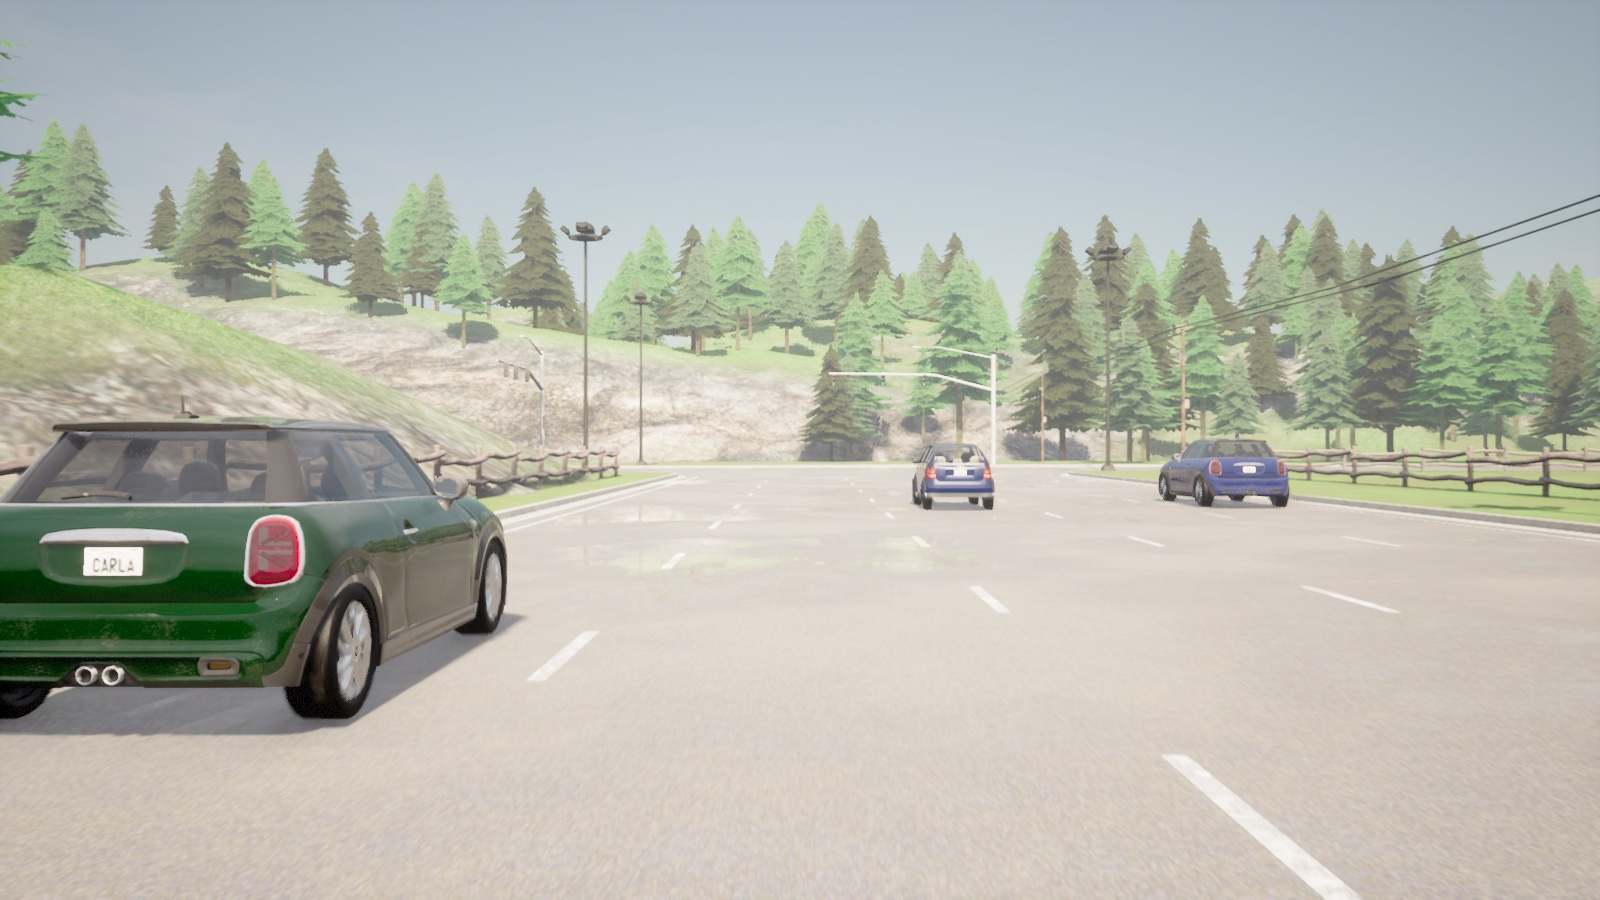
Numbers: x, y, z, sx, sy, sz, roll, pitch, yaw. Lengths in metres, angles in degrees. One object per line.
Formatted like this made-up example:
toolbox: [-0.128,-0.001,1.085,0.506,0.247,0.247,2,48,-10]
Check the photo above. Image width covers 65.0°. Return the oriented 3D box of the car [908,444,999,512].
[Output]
car: [3.691,0.637,30.694,1.789,1.549,3.705,0,0,0]

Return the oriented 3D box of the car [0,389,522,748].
car: [-3.436,0.577,8.462,2.097,1.767,4.553,0,0,0]

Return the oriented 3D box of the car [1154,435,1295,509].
car: [10.699,0.518,32.033,2.097,1.767,4.553,0,0,0]
